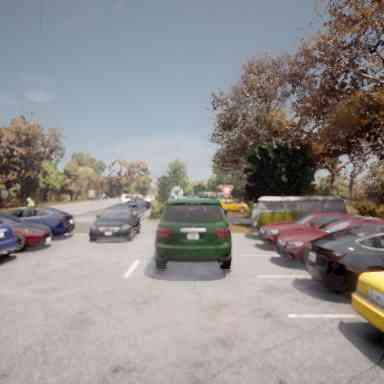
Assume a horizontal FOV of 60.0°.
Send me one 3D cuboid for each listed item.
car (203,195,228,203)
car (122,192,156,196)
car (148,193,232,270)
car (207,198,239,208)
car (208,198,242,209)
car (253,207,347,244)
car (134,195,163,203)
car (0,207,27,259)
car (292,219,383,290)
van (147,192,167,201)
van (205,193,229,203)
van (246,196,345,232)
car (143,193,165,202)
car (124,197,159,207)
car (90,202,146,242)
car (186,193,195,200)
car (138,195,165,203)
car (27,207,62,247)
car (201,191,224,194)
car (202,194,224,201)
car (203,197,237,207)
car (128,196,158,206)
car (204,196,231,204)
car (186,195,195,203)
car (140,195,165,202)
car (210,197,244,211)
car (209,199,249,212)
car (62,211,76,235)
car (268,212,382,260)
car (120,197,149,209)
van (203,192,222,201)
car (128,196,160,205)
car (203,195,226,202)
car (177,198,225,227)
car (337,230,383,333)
[{"bbox_3d":[4.752,1.408,67.951,4.792,1.488,2.163,0,1,0],"label":"car"},{"bbox_3d":[-8.312,1.388,51.204,5.566,2.045,2.435,0,1,0],"label":"car"},{"bbox_3d":[0.055,1.202,11.135,2.150,2.045,5.566,0,0,1],"label":"car"},{"bbox_3d":[4.736,1.679,51.209,4.674,1.452,2.002,0,1,0],"label":"car"},{"bbox_3d":[4.712,1.713,48.439,4.792,1.488,2.163,0,1,0],"label":"car"},{"bbox_3d":[5.041,1.484,13.251,4.674,1.452,2.002,0,0,0],"label":"car"},{"bbox_3d":[-8.540,1.414,65.208,5.366,1.575,1.946,0,1,0],"label":"car"},{"bbox_3d":[-8.010,1.344,10.268,4.553,1.767,2.185,0,0,0],"label":"car"},{"bbox_3d":[5.068,1.515,7.554,4.792,1.488,2.163,0,0,0],"label":"car"},{"bbox_3d":[-8.251,1.051,78.955,4.442,1.987,1.878,0,0,0],"label":"van"},{"bbox_3d":[4.842,1.191,65.177,4.442,1.987,1.878,0,1,0],"label":"van"},{"bbox_3d":[4.911,1.197,15.922,4.442,1.987,1.878,-1,0,0],"label":"van"},{"bbox_3d":[-8.331,1.195,73.406,4.553,1.767,2.185,0,1,0],"label":"car"},{"bbox_3d":[-8.158,1.592,53.984,5.366,1.575,1.946,0,1,0],"label":"car"},{"bbox_3d":[-3.576,1.464,16.330,1.812,1.442,4.674,0,0,-1],"label":"car"},{"bbox_3d":[-0.333,1.115,84.364,2.128,1.511,4.902,0,0,0],"label":"car"},{"bbox_3d":[-8.172,1.377,67.861,5.366,1.575,1.946,0,1,0],"label":"car"},{"bbox_3d":[-8.013,1.476,13.055,4.792,1.488,2.163,0,0,0],"label":"car"},{"bbox_3d":[4.760,1.254,59.513,5.566,2.045,2.435,0,1,0],"label":"car"},{"bbox_3d":[4.720,1.298,76.127,5.008,1.535,2.097,0,0,0],"label":"car"},{"bbox_3d":[4.551,1.592,53.978,5.366,1.575,1.946,0,1,0],"label":"car"},{"bbox_3d":[-8.340,1.551,56.760,4.892,1.521,2.231,0,1,0],"label":"car"},{"bbox_3d":[4.700,1.491,62.286,4.792,1.488,2.163,0,1,0],"label":"car"},{"bbox_3d":[-0.318,1.386,68.488,1.837,1.490,4.892,0,1,0],"label":"car"},{"bbox_3d":[-8.366,1.348,70.628,4.892,1.521,2.231,0,1,0],"label":"car"},{"bbox_3d":[4.776,1.601,45.791,4.553,1.767,2.185,0,1,0],"label":"car"},{"bbox_3d":[4.742,1.771,43.022,5.008,1.535,2.097,0,1,0],"label":"car"},{"bbox_3d":[-8.072,1.452,15.839,4.792,1.488,2.163,0,1,0],"label":"car"},{"bbox_3d":[5.041,1.508,10.466,4.674,1.452,2.002,0,0,0],"label":"car"},{"bbox_3d":[-8.364,1.758,45.657,4.792,1.488,2.163,0,1,0],"label":"car"},{"bbox_3d":[4.828,1.051,78.895,4.442,1.987,1.878,0,0,0],"label":"van"},{"bbox_3d":[-8.534,1.503,59.535,5.366,1.575,1.946,0,1,0],"label":"car"},{"bbox_3d":[4.749,1.377,70.590,4.792,1.488,2.163,0,1,0],"label":"car"},{"bbox_3d":[0.750,1.310,22.554,2.097,1.767,4.553,-1,-1,17],"label":"car"},{"bbox_3d":[5.225,1.489,4.761,5.366,1.575,1.946,0,0,0],"label":"car"}]
